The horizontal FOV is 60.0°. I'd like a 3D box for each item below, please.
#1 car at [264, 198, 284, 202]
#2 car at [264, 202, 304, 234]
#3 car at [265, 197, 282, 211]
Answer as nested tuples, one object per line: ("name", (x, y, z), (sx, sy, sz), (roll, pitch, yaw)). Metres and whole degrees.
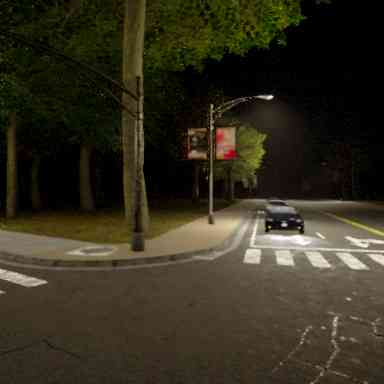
("car", (7.214, 1.405, 28.539), (1.812, 1.442, 4.674), (0, 0, 13))
("car", (5.093, 1.473, 18.706), (1.994, 1.385, 4.181), (0, 0, 13))
("car", (9.382, 1.375, 38.528), (1.812, 1.442, 4.674), (0, 0, 13))
